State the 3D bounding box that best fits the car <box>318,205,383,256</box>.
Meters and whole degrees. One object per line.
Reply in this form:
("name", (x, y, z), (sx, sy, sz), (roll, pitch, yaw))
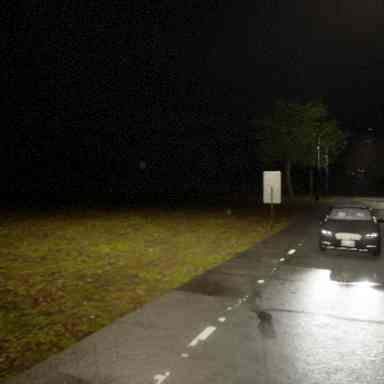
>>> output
("car", (5.899, 1.273, 12.352), (2.128, 1.511, 4.902), (1, 1, 27))
